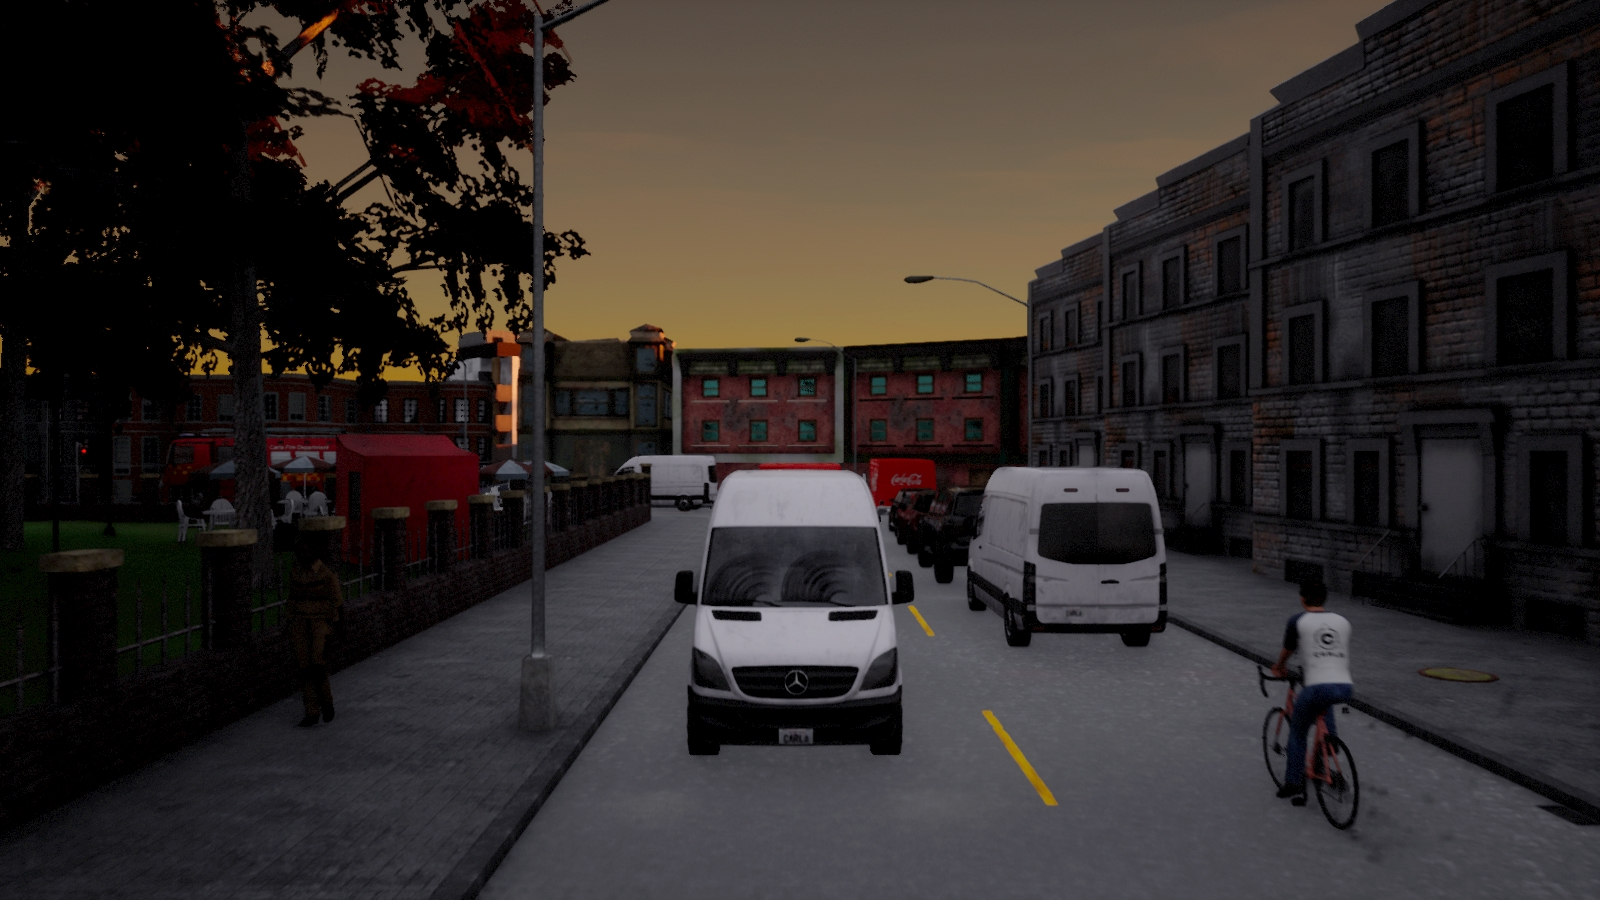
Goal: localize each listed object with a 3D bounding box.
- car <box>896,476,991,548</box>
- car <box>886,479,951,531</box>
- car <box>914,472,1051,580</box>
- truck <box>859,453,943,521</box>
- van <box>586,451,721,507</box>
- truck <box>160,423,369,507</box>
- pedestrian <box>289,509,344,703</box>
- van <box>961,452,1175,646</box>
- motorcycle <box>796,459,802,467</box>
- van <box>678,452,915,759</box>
[{"bbox_3d":[3.953,1.686,32.327,2.097,1.767,4.553,0,0,0],"label":"car"},{"bbox_3d":[3.900,1.806,38.125,1.789,1.549,3.705,0,0,0],"label":"car"},{"bbox_3d":[3.906,1.560,25.532,2.150,2.045,5.566,0,0,0],"label":"car"},{"bbox_3d":[3.829,1.349,44.494,2.627,2.467,5.204,0,0,-2],"label":"truck"},{"bbox_3d":[-6.827,1.316,53.461,5.915,2.561,1.988,0,0,10],"label":"van"},{"bbox_3d":[-24.977,0.671,53.575,8.468,3.827,2.891,0,0,-1],"label":"truck"},{"bbox_3d":[-4.767,1.525,11.271,0.375,1.860,0.375,0,0,4],"label":"pedestrian"},{"bbox_3d":[3.966,1.315,18.109,1.988,2.561,5.915,0,0,0],"label":"van"},{"bbox_3d":[-0.151,1.963,178.474,0.856,1.236,1.805,0,0,0],"label":"motorcycle"},{"bbox_3d":[-0.055,1.314,12.560,1.988,2.561,5.915,0,0,-1],"label":"van"}]
